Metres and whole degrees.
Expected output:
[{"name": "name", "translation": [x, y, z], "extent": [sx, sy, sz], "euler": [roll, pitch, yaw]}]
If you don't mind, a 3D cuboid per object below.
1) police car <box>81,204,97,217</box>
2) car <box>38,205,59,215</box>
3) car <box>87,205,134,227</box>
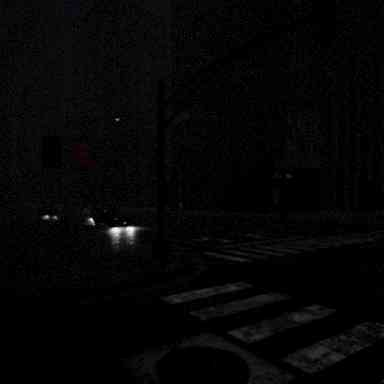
[{"name": "police car", "translation": [-12.266, 2.372, 41.781], "extent": [2.038, 1.542, 4.974], "euler": [0, -1, -36]}, {"name": "car", "translation": [-20.749, 2.584, 47.940], "extent": [2.033, 1.411, 5.357], "euler": [0, -1, -36]}, {"name": "car", "translation": [-6.909, 2.129, 28.675], "extent": [2.033, 1.411, 5.357], "euler": [0, -1, -36]}]
